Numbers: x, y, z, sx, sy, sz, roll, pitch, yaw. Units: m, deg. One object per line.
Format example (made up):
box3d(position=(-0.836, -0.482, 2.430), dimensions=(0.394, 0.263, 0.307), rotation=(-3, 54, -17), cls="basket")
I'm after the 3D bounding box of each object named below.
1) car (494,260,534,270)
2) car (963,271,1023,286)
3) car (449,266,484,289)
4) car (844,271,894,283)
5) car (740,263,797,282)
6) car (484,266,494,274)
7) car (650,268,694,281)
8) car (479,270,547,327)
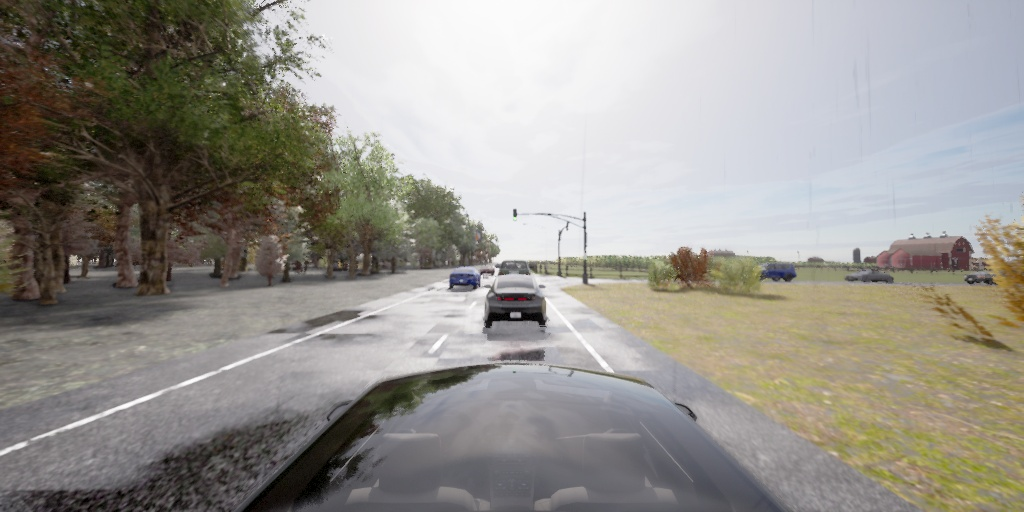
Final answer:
box3d(position=(0.305, 1.270, 24.318), dimensions=(2.150, 2.045, 5.566), rotation=(0, -1, 4), cls="car")
box3d(position=(48.930, 2.257, 36.466), dimensions=(4.674, 1.442, 1.812), rotation=(1, -2, 0), cls="car")
box3d(position=(-3.399, 1.557, 26.590), dimensions=(1.882, 1.535, 5.008), rotation=(0, -1, 0), cls="car")
box3d(position=(39.847, 2.303, 40.089), dimensions=(4.181, 1.385, 1.994), rotation=(1, -2, 1), cls="car")
box3d(position=(28.659, 1.840, 40.165), dimensions=(5.566, 2.045, 2.150), rotation=(1, -2, 0), cls="car")
box3d(position=(-3.403, 1.989, 50.285), dimensions=(1.895, 1.301, 4.718), rotation=(0, -1, 0), cls="car")
box3d(position=(17.984, 2.009, 40.228), dimensions=(4.892, 1.490, 1.837), rotation=(1, -2, 1), cls="car")
box3d(position=(0.099, 1.395, 12.211), dimensions=(1.837, 1.490, 4.892), rotation=(0, -1, 0), cls="car")
